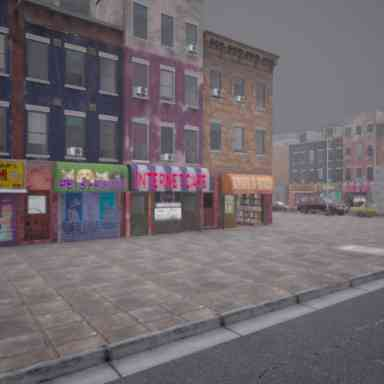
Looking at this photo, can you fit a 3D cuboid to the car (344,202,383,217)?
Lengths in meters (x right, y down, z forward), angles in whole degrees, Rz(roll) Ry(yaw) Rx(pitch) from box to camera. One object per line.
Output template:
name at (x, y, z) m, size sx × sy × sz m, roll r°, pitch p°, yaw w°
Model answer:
car at (16.194, 1.573, 28.813) m, size 1.752 × 1.417 × 4.829 m, roll 0°, pitch 0°, yaw -35°

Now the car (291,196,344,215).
car at (12.930, 1.377, 33.390) m, size 2.192 × 1.841 × 5.009 m, roll 0°, pitch 0°, yaw -35°

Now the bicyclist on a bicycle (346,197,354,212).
bicyclist on a bicycle at (17.485, 1.373, 36.729) m, size 1.656 × 1.620 × 0.582 m, roll 0°, pitch 0°, yaw -35°

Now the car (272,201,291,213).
car at (9.765, 1.658, 37.829) m, size 1.802 × 1.307 × 4.206 m, roll 0°, pitch 0°, yaw -35°
